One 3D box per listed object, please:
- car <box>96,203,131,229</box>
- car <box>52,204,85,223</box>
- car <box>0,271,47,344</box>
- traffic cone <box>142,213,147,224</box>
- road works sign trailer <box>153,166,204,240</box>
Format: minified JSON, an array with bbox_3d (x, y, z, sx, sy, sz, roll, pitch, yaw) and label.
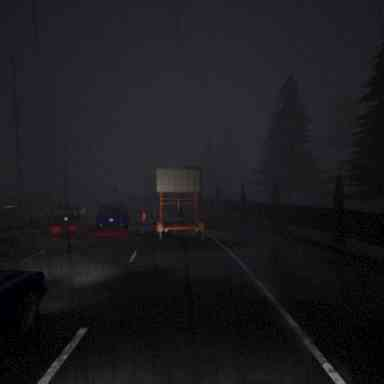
[{"bbox_3d":[-5.112,1.482,21.842,1.882,1.535,5.008,0,0,-9],"label":"car"},{"bbox_3d":[-9.411,1.606,25.767,1.895,1.301,4.718,0,0,-12],"label":"car"},{"bbox_3d":[-3.447,1.601,3.751,1.895,1.301,4.718,0,0,-1],"label":"car"},{"bbox_3d":[-3.362,1.961,23.900,0.340,0.580,0.340,0,0,-10],"label":"traffic cone"},{"bbox_3d":[-0.721,0.468,17.249,2.380,3.560,2.880,0,0,-10],"label":"road works sign trailer"}]
